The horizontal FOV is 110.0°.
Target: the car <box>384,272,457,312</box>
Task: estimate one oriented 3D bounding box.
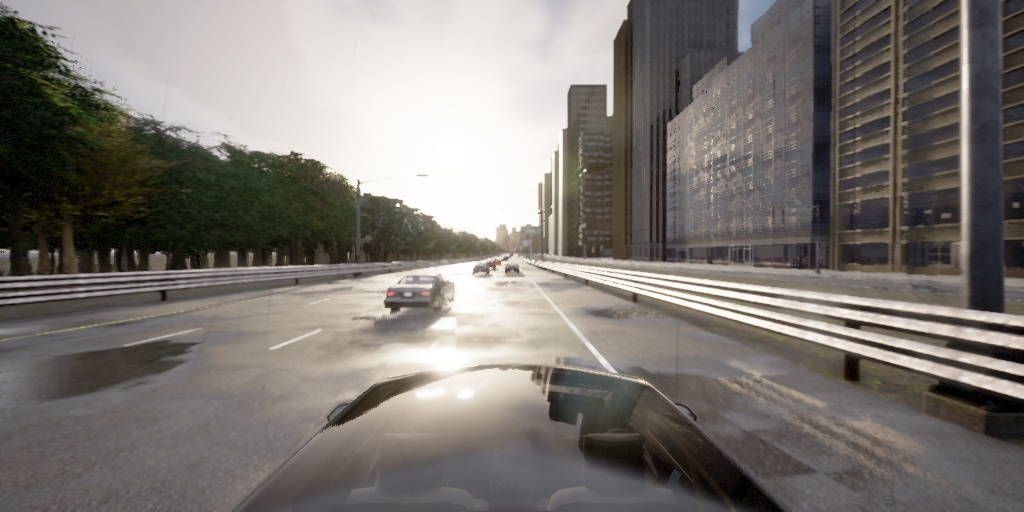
[{"bbox_3d":[-3.504,1.359,14.580,2.033,1.411,5.357,0,0,0],"label":"car"}]

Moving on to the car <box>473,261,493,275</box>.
[{"bbox_3d":[-3.577,1.477,42.554,1.812,1.442,4.674,0,0,0],"label":"car"}]

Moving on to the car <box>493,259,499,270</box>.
[{"bbox_3d":[-3.667,1.543,61.085,1.837,1.490,4.892,0,0,0],"label":"car"}]

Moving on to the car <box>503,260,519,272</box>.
[{"bbox_3d":[-0.003,1.589,50.699,1.895,1.301,4.718,0,0,0],"label":"car"}]
